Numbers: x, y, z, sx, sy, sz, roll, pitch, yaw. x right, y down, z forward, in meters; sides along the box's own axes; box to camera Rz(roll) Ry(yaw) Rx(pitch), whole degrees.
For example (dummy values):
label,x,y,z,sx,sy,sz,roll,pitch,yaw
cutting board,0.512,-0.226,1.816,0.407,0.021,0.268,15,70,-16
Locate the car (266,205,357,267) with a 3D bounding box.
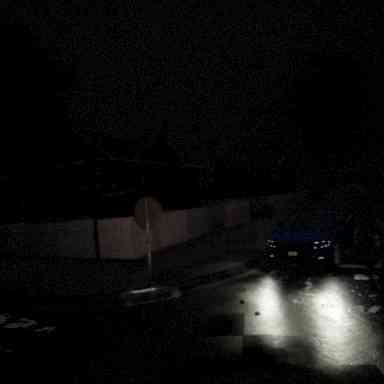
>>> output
label,x,y,z,sx,sy,sz,roll,pitch,yaw
car,3.992,1.246,10.751,1.882,1.535,5.008,-4,0,34
